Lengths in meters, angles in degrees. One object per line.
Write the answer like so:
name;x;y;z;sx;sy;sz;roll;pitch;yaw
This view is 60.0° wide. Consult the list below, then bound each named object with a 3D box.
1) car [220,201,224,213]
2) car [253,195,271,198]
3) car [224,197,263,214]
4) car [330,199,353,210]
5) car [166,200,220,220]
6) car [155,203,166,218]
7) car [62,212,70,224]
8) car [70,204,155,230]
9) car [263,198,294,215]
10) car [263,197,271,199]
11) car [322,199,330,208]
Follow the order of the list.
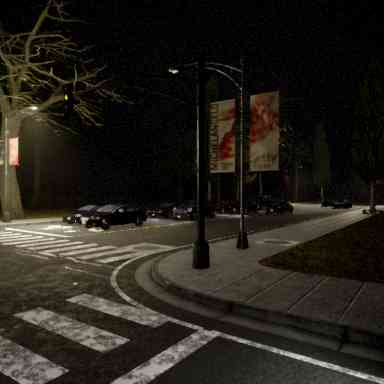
car;3.814;1.776;40.035;1.895;1.301;4.718;0;0;35
car;9.898;1.472;48.600;2.150;2.045;5.566;0;0;38
car;5.870;1.680;37.303;1.837;1.490;4.892;0;0;35
car;22.390;1.824;49.142;2.128;1.511;4.902;0;0;35
car;0.215;1.473;29.277;2.097;1.767;4.553;0;0;35
car;-1.915;1.667;31.887;2.033;1.411;5.357;0;0;35
car;-7.246;1.637;24.341;1.994;1.385;4.181;0;0;36
car;-5.035;1.567;21.821;2.128;1.511;4.902;0;0;35
car;9.695;1.717;36.750;1.812;1.442;4.674;0;0;35
car;11.821;1.772;45.694;1.812;1.442;4.674;0;0;36
car;23.243;1.912;56.018;1.812;1.442;4.674;0;-1;35
